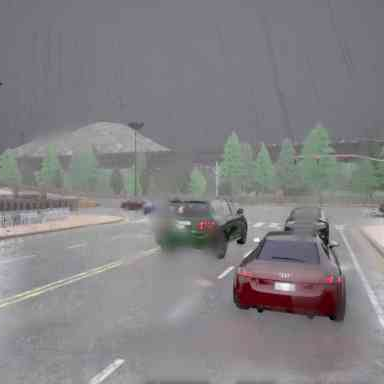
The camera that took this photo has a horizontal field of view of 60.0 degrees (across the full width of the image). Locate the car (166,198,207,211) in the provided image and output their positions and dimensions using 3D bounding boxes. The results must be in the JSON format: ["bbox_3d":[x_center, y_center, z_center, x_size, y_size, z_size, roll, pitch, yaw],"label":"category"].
[{"bbox_3d":[-0.695,1.525,40.543,4.674,1.442,1.812,0,0,20],"label":"car"}]

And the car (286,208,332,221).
[{"bbox_3d":[5.504,1.492,15.774,2.128,1.511,4.902,0,0,22],"label":"car"}]

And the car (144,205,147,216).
[{"bbox_3d":[-0.684,1.525,19.536,1.812,1.442,4.674,0,0,22],"label":"car"}]

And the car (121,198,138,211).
[{"bbox_3d":[-5.856,1.478,38.668,5.008,1.535,1.882,0,0,20],"label":"car"}]

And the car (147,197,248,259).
[{"bbox_3d":[0.634,1.221,12.996,2.150,2.045,5.566,0,0,21],"label":"car"}]

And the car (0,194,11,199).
[{"bbox_3d":[-29.678,1.006,50.943,4.181,1.385,1.994,4,2,20],"label":"car"}]

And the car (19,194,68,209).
[{"bbox_3d":[-17.869,1.209,39.243,5.566,2.045,2.150,0,0,20],"label":"car"}]

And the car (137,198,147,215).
[{"bbox_3d":[-3.021,1.525,30.700,1.812,1.442,4.674,1,-1,-33],"label":"car"}]

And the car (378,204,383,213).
[{"bbox_3d":[19.403,1.493,29.642,4.902,1.511,2.128,0,0,20],"label":"car"}]

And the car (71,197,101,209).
[{"bbox_3d":[-14.855,1.469,45.600,5.008,1.535,1.882,0,0,20],"label":"car"}]

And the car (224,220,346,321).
[{"bbox_3d":[2.271,1.564,7.472,1.994,1.385,4.181,0,0,21],"label":"car"}]
